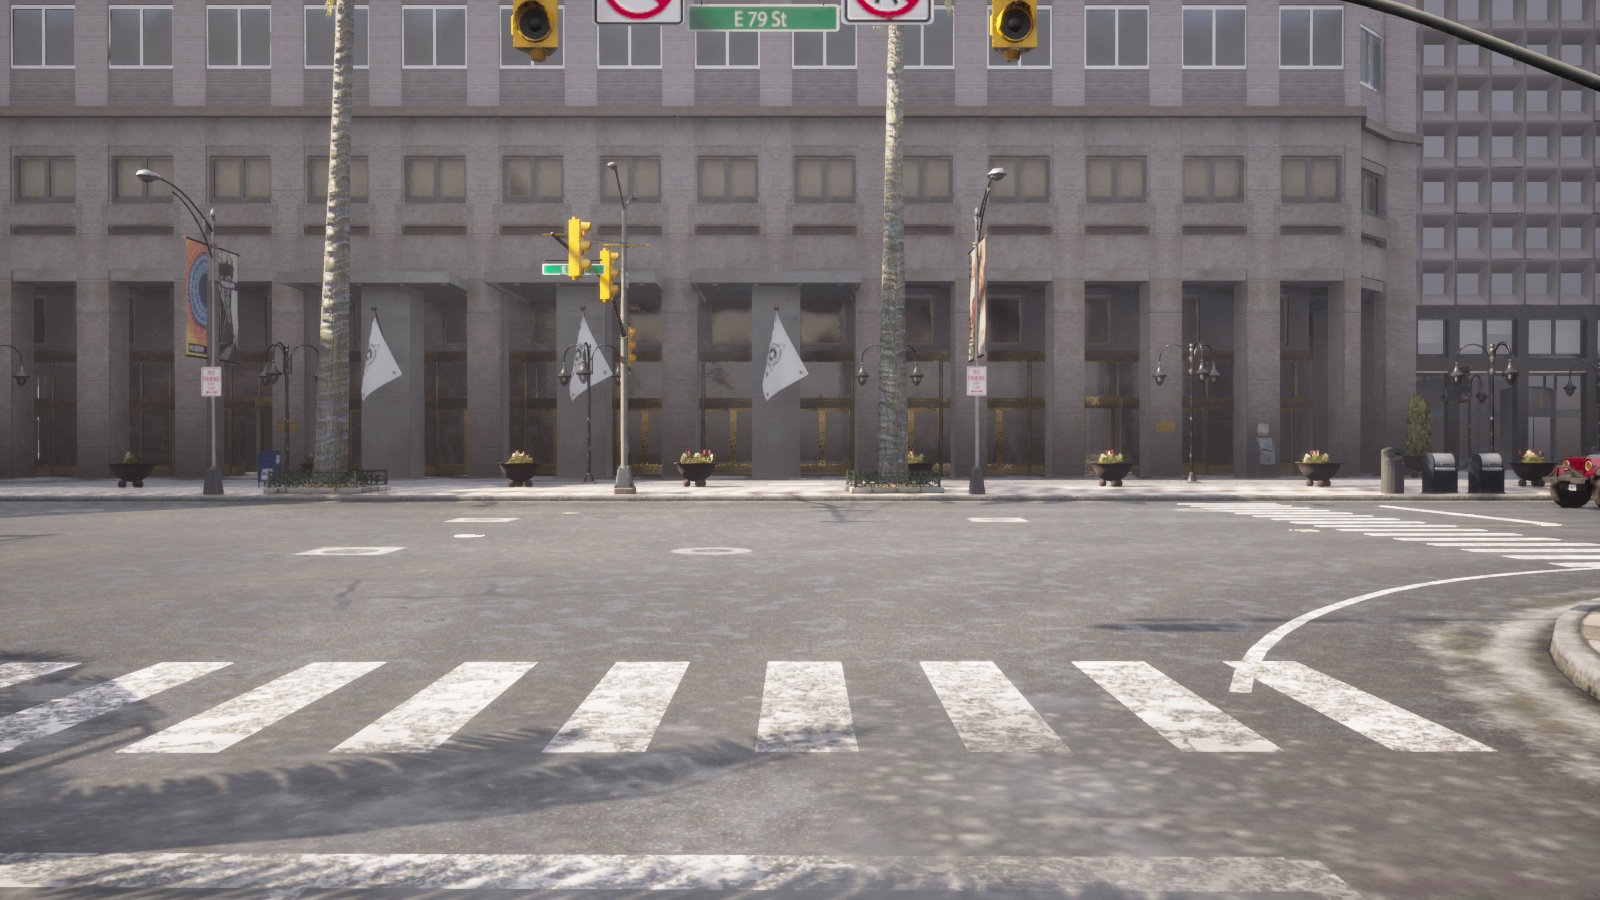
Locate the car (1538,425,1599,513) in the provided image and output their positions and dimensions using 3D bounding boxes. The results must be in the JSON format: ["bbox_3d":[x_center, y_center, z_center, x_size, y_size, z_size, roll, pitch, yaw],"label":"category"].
[{"bbox_3d":[18.784,0.401,27.708,3.866,1.878,1.905,0,0,1],"label":"car"}]
